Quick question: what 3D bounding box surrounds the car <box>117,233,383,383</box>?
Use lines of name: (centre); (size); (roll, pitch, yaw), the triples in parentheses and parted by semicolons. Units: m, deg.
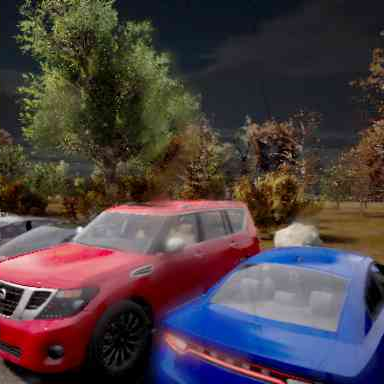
car: (1.657, 1.480, 4.414); (2.097, 1.535, 5.008); (1, 0, 36)

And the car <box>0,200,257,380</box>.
car: (-0.663, 1.212, 6.041); (2.435, 2.045, 5.566); (0, 0, 36)
